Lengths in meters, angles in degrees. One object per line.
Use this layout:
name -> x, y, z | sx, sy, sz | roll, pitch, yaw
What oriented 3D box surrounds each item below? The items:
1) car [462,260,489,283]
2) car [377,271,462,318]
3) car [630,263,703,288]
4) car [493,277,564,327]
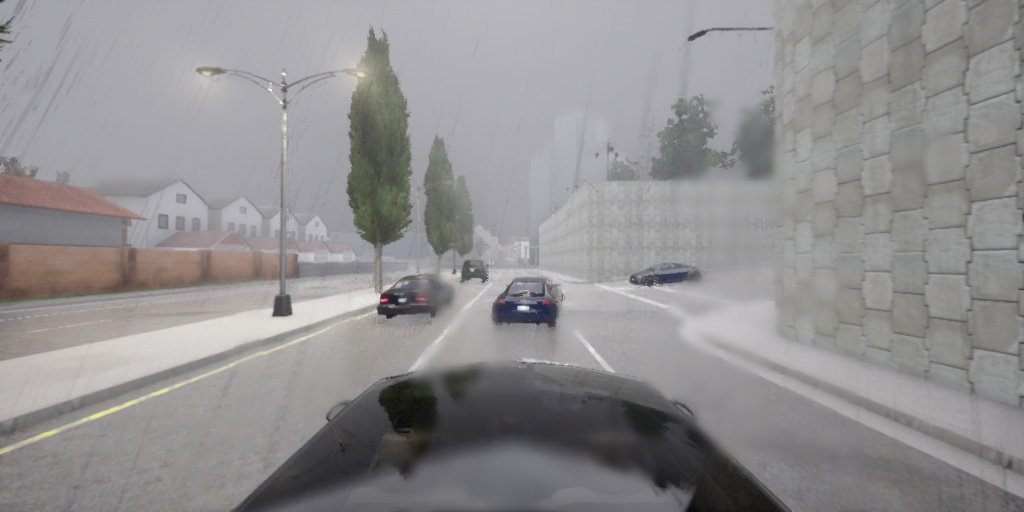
car -> -3.408, 1.375, 33.603 | 2.150, 2.045, 5.566 | 0, -1, 0
car -> -3.415, 1.427, 13.730 | 2.033, 1.411, 5.357 | -1, 0, 0
car -> 9.563, 1.120, 22.428 | 4.181, 1.385, 1.994 | -5, -1, 1
car -> 0.685, 1.390, 12.256 | 1.994, 1.385, 4.181 | -1, 2, 10
